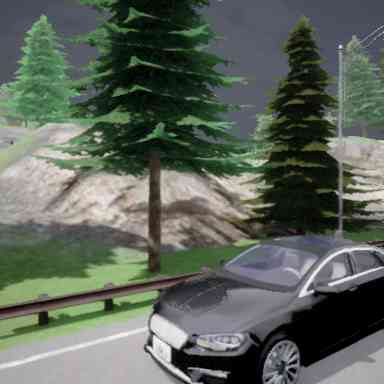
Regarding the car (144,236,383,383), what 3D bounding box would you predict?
[{"bbox_3d":[1.661,1.501,5.150,4.902,1.511,2.128,0,0,-35],"label":"car"}]
